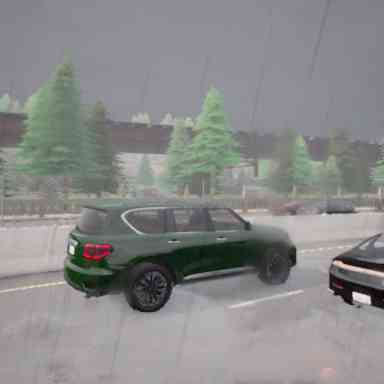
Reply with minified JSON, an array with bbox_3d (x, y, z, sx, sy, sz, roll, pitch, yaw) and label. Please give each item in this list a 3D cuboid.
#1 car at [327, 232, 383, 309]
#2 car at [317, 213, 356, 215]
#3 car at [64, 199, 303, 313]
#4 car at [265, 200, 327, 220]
[{"bbox_3d":[4.820,1.501,6.583,4.902,1.511,2.128,0,0,-31],"label":"car"},{"bbox_3d":[10.113,1.340,25.072,4.553,1.767,2.097,0,0,-23],"label":"car"},{"bbox_3d":[-0.028,1.197,7.780,5.566,2.045,2.150,0,0,-33],"label":"car"},{"bbox_3d":[8.836,1.448,28.340,5.008,1.535,1.882,0,0,-23],"label":"car"}]
